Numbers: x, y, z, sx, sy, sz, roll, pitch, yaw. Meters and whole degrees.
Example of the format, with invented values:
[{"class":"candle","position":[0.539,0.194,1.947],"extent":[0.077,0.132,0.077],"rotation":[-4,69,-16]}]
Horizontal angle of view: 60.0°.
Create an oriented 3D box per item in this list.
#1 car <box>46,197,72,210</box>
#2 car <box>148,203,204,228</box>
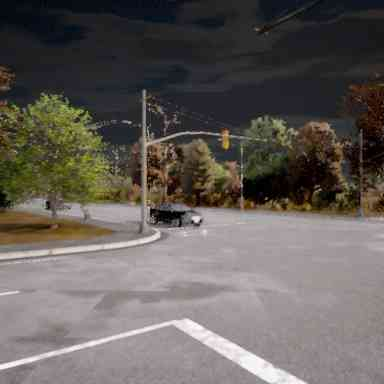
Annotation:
[{"class":"car","position":[-16.978,1.379,42.470],"extent":[2.097,1.767,4.553],"rotation":[0,0,-39]},{"class":"car","position":[-1.152,1.516,22.354],"extent":[2.128,1.511,4.902],"rotation":[0,0,-36]}]
